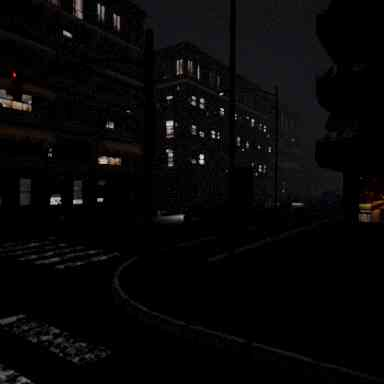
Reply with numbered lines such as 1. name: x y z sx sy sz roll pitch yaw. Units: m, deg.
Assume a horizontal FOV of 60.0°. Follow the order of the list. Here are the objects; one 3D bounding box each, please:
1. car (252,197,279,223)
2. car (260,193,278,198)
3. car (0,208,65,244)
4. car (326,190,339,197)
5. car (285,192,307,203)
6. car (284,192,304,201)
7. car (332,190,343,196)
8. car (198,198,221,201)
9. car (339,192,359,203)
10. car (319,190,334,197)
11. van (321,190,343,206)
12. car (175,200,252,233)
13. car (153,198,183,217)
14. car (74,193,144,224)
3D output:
1. car: 4.479 1.283 22.587 1.802 1.307 4.206 2 2 35
2. car: 10.416 0.879 45.678 1.947 1.339 4.313 2 2 35
3. car: -7.940 1.433 14.961 1.994 1.385 4.181 0 2 35
4. car: 32.777 0.335 77.622 1.802 1.307 4.206 2 2 35
5. car: 14.885 0.841 47.417 1.994 1.385 4.181 1 1 35
6. car: 16.804 0.719 54.805 1.947 1.339 4.313 2 2 35
7. car: 35.972 0.255 82.186 1.802 1.307 4.206 2 2 35
8. car: 1.466 1.175 28.396 1.994 1.385 4.181 1 1 35
9. car: 23.647 0.763 49.967 1.887 1.381 4.507 2 2 35
10. car: 29.583 0.377 73.059 1.887 1.381 4.507 2 2 35
11. van: 17.260 0.720 40.836 1.690 1.788 3.998 2 2 35
12. car: 1.285 1.347 18.023 1.947 1.339 4.313 2 2 35
13. car: -2.363 1.179 27.424 1.887 1.381 4.507 2 2 35
14. car: -5.555 1.030 22.854 2.192 1.841 5.009 2 2 35
